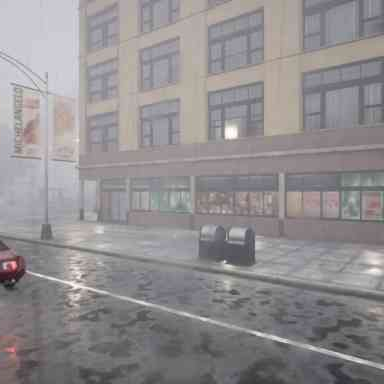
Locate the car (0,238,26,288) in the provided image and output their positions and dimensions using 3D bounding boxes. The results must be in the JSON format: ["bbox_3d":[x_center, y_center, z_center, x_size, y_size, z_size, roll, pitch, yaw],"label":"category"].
[{"bbox_3d":[-5.861,1.601,8.294,1.895,1.301,4.718,0,0,-43],"label":"car"}]
